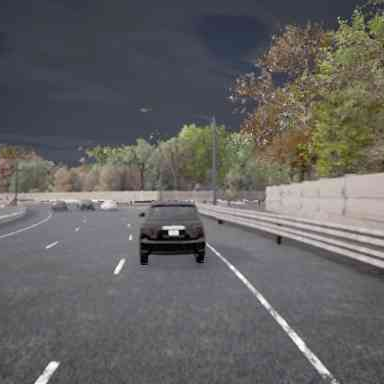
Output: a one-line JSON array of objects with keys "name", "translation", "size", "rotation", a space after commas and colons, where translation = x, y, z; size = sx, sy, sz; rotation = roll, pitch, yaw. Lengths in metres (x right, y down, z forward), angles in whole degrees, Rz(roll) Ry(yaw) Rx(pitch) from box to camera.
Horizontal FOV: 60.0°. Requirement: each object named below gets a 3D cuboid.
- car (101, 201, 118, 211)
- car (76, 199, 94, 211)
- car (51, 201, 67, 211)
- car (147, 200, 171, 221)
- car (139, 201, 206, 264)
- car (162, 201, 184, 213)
[{"name": "car", "translation": [-12.904, 2.102, 51.788], "size": [1.812, 1.442, 4.674], "rotation": [0, -1, -28]}, {"name": "car", "translation": [-16.389, 1.934, 50.820], "size": [2.097, 1.767, 4.553], "rotation": [0, -1, -28]}, {"name": "car", "translation": [-20.284, 2.088, 50.722], "size": [2.128, 1.511, 4.902], "rotation": [0, -1, -29]}, {"name": "car", "translation": [-3.158, 1.689, 31.998], "size": [2.097, 1.767, 4.553], "rotation": [0, -1, -5]}, {"name": "car", "translation": [-0.825, 1.352, 12.636], "size": [2.150, 2.045, 5.566], "rotation": [0, -1, -6]}, {"name": "car", "translation": [-2.461, 1.987, 44.643], "size": [1.812, 1.442, 4.674], "rotation": [-1, -1, 12]}]
